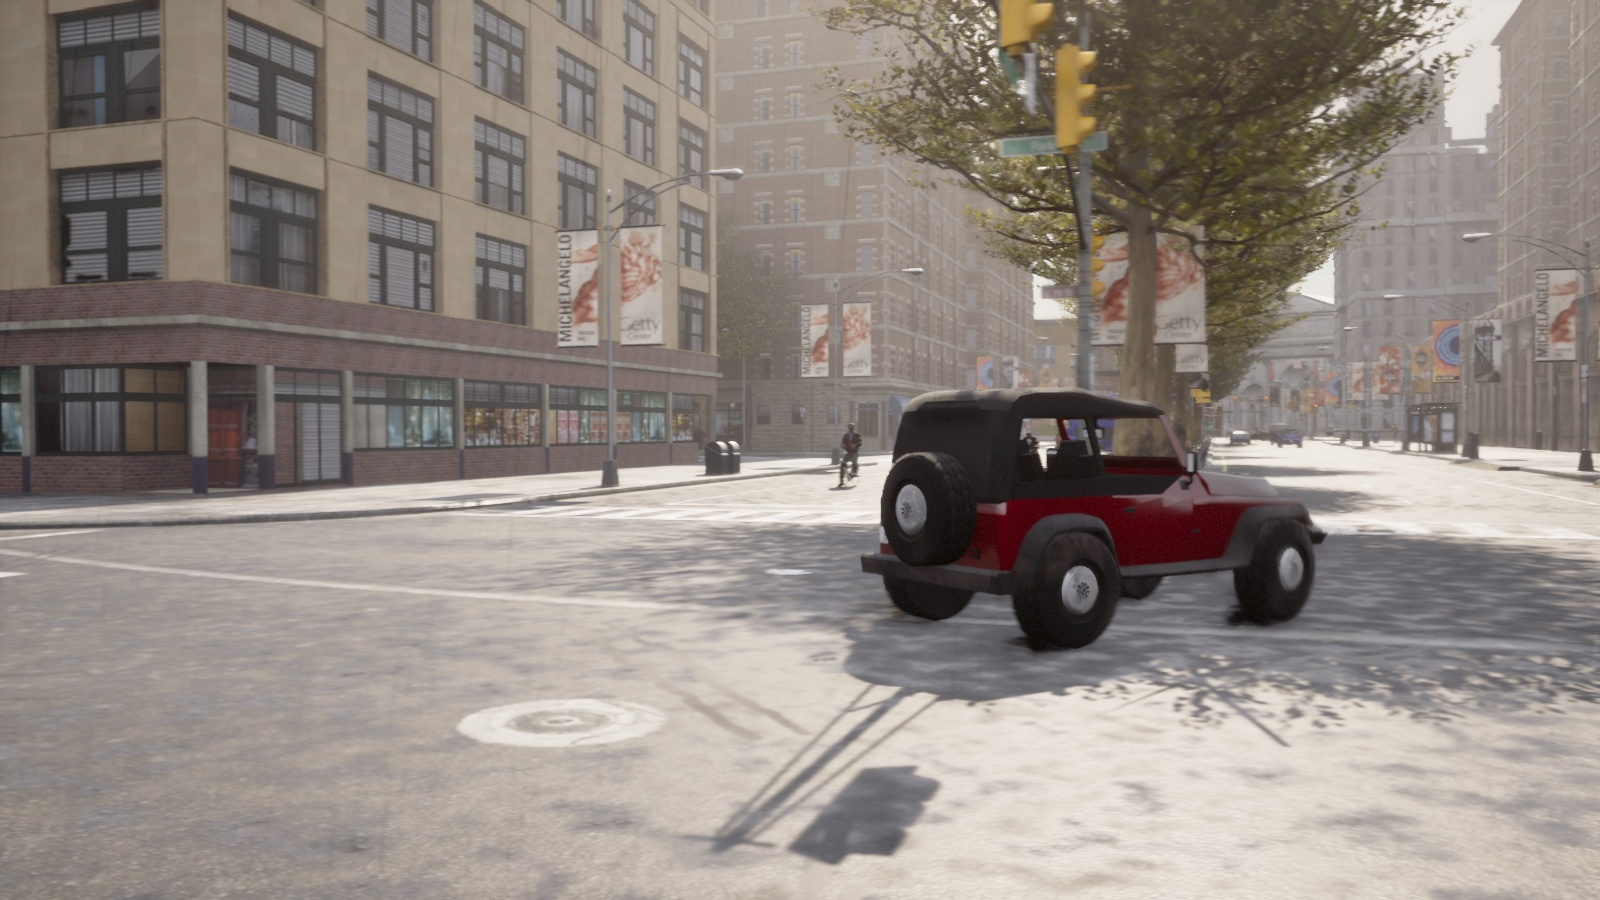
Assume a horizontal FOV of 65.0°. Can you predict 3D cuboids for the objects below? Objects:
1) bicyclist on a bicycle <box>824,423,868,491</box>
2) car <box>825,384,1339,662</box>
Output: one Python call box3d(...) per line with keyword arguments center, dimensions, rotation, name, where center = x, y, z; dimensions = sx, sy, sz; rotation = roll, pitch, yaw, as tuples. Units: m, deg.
box3d(center=(1.249, 0.160, 33.805), dimensions=(0.659, 1.776, 1.843), rotation=(1, 1, 19), name="bicyclist on a bicycle")
box3d(center=(2.350, 0.466, 10.283), dimensions=(3.866, 1.878, 1.905), rotation=(0, 1, -32), name="car")
